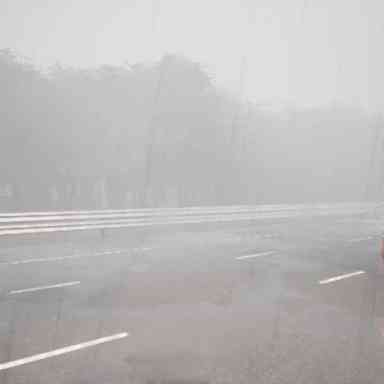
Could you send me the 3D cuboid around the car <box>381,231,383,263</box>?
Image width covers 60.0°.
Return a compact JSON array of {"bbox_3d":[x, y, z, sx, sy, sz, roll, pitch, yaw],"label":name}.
[{"bbox_3d":[7.414,1.260,9.168,5.566,2.045,2.150,0,0,-36],"label":"car"}]
